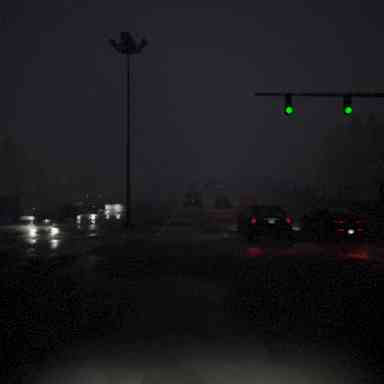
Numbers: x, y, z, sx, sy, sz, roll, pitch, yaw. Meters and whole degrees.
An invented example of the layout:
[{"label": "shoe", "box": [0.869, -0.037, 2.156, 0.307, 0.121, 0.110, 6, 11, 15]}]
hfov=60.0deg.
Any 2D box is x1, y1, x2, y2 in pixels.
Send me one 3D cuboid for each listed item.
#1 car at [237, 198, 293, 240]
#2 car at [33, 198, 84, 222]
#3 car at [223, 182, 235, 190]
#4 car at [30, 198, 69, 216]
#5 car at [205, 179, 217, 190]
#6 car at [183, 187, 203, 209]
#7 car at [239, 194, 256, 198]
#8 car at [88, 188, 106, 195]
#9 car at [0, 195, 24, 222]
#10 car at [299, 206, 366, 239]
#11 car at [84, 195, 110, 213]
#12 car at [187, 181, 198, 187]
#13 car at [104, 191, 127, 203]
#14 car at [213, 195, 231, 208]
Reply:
[{"label": "car", "box": [3.602, 1.363, 17.168, 2.097, 1.767, 4.553, 0, 0, 0]}, {"label": "car", "box": [-10.570, 1.488, 26.379, 1.882, 1.535, 5.008, 0, 0, 0]}, {"label": "car", "box": [7.154, -1.206, 63.939, 1.994, 1.385, 4.181, 0, 7, 0]}, {"label": "car", "box": [-14.070, 1.435, 33.184, 1.837, 1.490, 4.892, 0, 2, 0]}, {"label": "car", "box": [3.654, -1.549, 63.947, 2.150, 2.045, 5.566, 0, 7, 0]}, {"label": "car", "box": [0.124, 0.871, 40.115, 2.150, 2.045, 5.566, 0, 3, 0]}, {"label": "car", "box": [7.137, 0.978, 42.496, 1.882, 1.535, 5.008, 0, 4, 0]}, {"label": "car", "box": [-13.971, 0.324, 49.203, 2.097, 1.767, 4.553, 0, 5, 1]}, {"label": "car", "box": [-14.085, 1.235, 23.432, 2.150, 2.045, 5.566, 0, 0, 0]}, {"label": "car", "box": [7.103, 1.517, 17.277, 1.837, 1.490, 4.892, 0, 0, 0]}, {"label": "car", "box": [-10.557, 1.384, 35.527, 1.812, 1.442, 4.674, 0, 2, 0]}, {"label": "car", "box": [0.154, -1.413, 63.923, 2.097, 1.767, 4.553, 0, 7, 0]}, {"label": "car", "box": [-10.492, 0.772, 46.951, 1.895, 1.301, 4.718, 0, 5, 1]}, {"label": "car", "box": [3.629, 1.097, 40.856, 2.128, 1.511, 4.902, 0, 3, 0]}]
